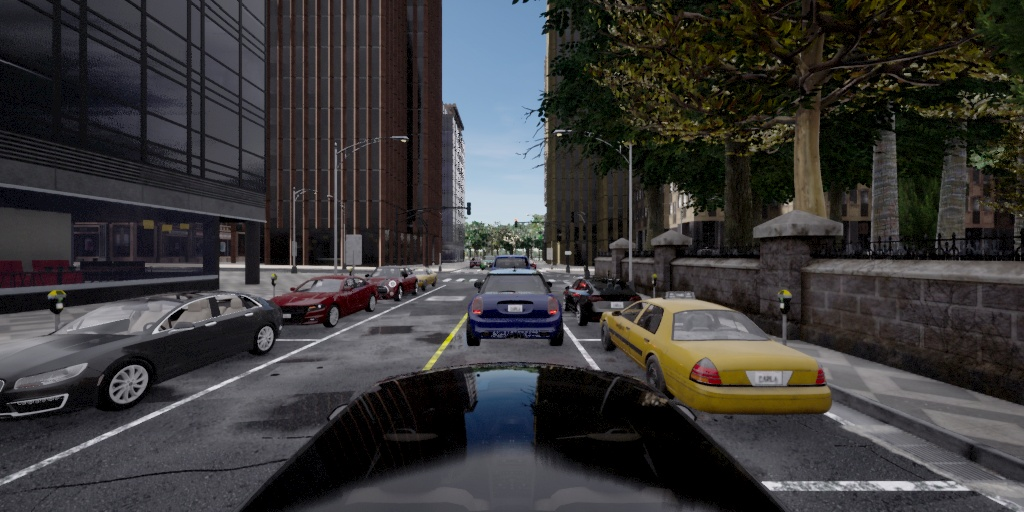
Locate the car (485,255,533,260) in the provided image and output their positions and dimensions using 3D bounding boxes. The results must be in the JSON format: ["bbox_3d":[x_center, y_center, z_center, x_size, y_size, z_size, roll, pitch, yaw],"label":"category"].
[{"bbox_3d":[-0.025,0.973,18.987,2.150,2.045,5.566,0,0,0],"label":"car"}]

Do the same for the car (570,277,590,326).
[{"bbox_3d":[2.745,1.316,11.450,1.948,1.339,4.313,0,0,0],"label":"car"}]

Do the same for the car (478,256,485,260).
[{"bbox_3d":[-3.189,0.982,51.229,2.150,2.045,5.566,0,0,-1],"label":"car"}]

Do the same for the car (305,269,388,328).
[{"bbox_3d":[-5.780,1.295,11.433,1.888,1.381,4.507,0,0,0],"label":"car"}]

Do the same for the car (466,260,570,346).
[{"bbox_3d":[0.039,1.102,9.553,2.097,1.767,4.553,0,0,-1],"label":"car"}]

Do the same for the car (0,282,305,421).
[{"bbox_3d":[-5.770,1.300,5.976,2.007,1.370,4.403,0,0,0],"label":"car"}]

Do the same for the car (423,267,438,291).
[{"bbox_3d":[-5.799,1.277,22.176,1.751,1.417,4.829,0,0,0],"label":"car"}]

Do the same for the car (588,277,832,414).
[{"bbox_3d":[2.755,1.275,6.163,1.751,1.417,4.829,0,0,0],"label":"car"}]

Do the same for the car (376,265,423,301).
[{"bbox_3d":[-5.789,1.190,16.890,1.967,1.591,4.097,0,0,0],"label":"car"}]

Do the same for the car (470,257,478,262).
[{"bbox_3d":[-5.864,1.079,59.754,2.192,1.841,5.009,0,0,0],"label":"car"}]
